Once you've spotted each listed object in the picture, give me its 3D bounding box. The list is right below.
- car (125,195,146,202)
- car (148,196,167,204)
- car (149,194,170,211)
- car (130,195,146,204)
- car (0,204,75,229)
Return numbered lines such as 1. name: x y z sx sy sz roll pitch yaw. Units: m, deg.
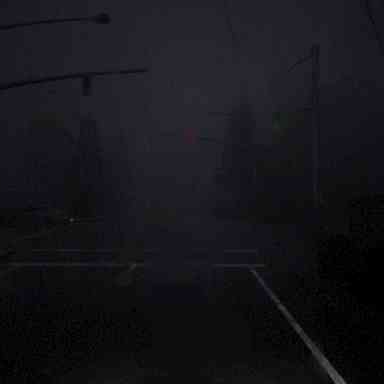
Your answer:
1. car: -12.453 1.435 73.383 5.008 1.535 1.882 0 0 42
2. car: -6.746 1.549 64.987 2.033 1.411 5.357 0 0 -26
3. car: -4.015 1.222 42.144 2.150 2.045 5.566 0 0 -6
4. car: -10.524 1.527 64.617 1.812 1.442 4.674 0 0 -27
5. car: -9.931 1.526 21.362 4.674 1.442 1.812 0 -1 6
